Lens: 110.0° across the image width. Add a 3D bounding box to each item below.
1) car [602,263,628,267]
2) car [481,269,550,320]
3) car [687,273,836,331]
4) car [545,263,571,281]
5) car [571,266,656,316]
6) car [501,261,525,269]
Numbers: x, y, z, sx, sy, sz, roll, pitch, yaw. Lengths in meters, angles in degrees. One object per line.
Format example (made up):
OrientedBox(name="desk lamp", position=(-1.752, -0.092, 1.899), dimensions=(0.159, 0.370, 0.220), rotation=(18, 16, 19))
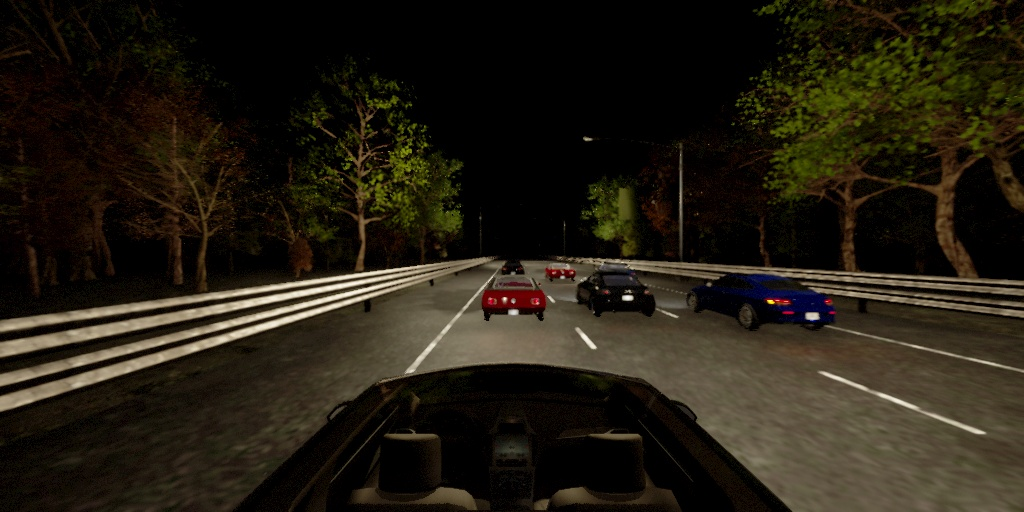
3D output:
OrientedBox(name="car", position=(7.044, 1.159, 25.020), dimensions=(2.033, 1.411, 5.357), rotation=(0, 0, 0))
OrientedBox(name="car", position=(0.063, 1.289, 12.314), dimensions=(1.895, 1.301, 4.718), rotation=(0, 0, 0))
OrientedBox(name="car", position=(7.051, 1.223, 10.696), dimensions=(1.812, 1.442, 4.674), rotation=(0, 0, 0))
OrientedBox(name="car", position=(3.561, 1.199, 27.309), dimensions=(1.895, 1.301, 4.718), rotation=(0, 0, 0))
OrientedBox(name="car", position=(3.568, 1.247, 13.024), dimensions=(1.994, 1.385, 4.181), rotation=(0, 0, 0))
OrientedBox(name="car", position=(0.075, 1.109, 29.712), dimensions=(1.812, 1.442, 4.674), rotation=(0, 0, 0))
